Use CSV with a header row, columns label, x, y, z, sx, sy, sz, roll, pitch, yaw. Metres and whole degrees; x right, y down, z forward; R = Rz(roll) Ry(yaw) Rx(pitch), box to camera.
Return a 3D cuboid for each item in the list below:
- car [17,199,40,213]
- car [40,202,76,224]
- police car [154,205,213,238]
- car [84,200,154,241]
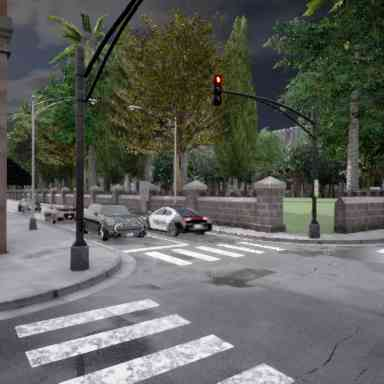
label,x,y,z,sx,sy,sz,roll,pitch,yaw
car,-17.798,1.479,36.362,2.128,1.511,4.902,0,0,-35
car,-9.745,1.555,24.977,1.994,1.385,4.181,0,0,-35
police car,-1.092,1.511,18.129,2.038,1.542,4.974,0,0,-35
car,-4.060,1.345,16.913,2.097,1.767,4.553,0,0,-34
